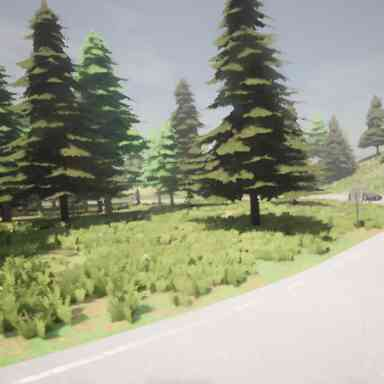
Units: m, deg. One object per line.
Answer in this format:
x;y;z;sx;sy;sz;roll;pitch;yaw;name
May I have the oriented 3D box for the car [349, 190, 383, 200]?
21.587;0.440;41.584;1.994;1.385;4.181;-5;3;-14;car
